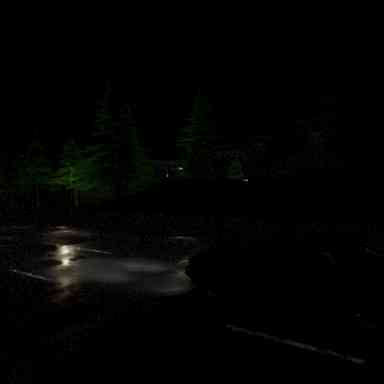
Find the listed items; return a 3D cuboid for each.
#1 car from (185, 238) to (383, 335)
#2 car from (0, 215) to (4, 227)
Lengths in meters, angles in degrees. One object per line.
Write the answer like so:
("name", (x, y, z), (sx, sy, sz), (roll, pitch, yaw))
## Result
("car", (2.192, 1.610, 6.730), (4.718, 1.301, 1.895), (0, 0, 36))
("car", (-15.073, 1.787, 23.348), (4.181, 1.385, 1.994), (-1, -1, 36))
